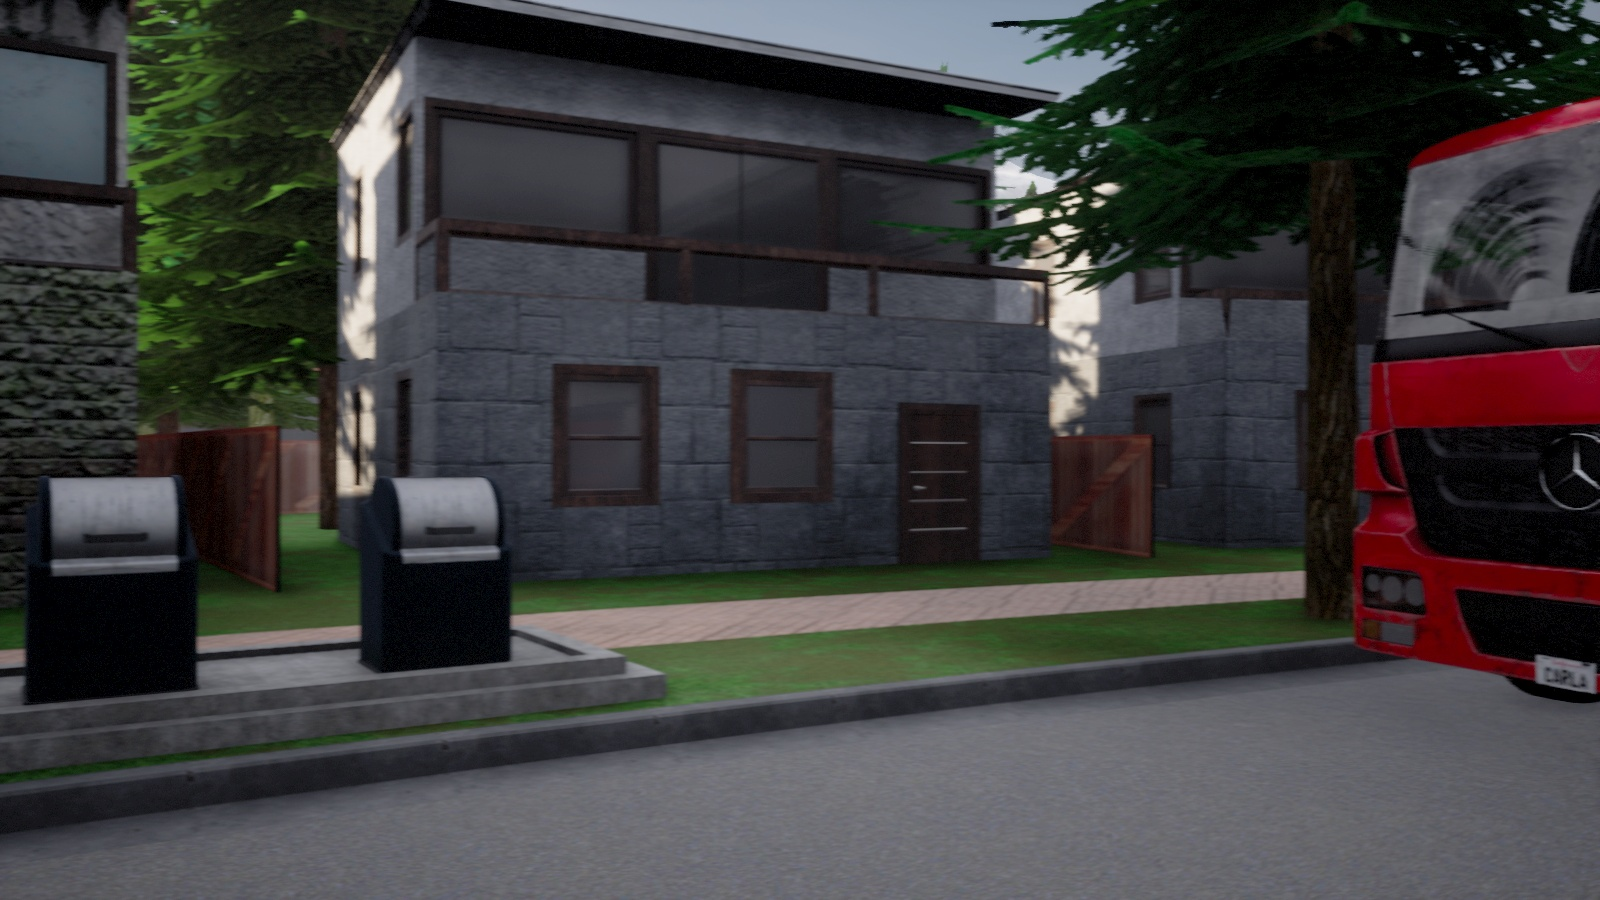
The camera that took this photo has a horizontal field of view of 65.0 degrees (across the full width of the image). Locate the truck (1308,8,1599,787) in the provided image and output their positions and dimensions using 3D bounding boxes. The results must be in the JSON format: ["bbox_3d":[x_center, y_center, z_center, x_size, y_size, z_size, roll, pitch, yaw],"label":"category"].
[{"bbox_3d":[7.116,-0.237,7.354,7.936,3.462,2.891,0,0,-23],"label":"truck"}]
